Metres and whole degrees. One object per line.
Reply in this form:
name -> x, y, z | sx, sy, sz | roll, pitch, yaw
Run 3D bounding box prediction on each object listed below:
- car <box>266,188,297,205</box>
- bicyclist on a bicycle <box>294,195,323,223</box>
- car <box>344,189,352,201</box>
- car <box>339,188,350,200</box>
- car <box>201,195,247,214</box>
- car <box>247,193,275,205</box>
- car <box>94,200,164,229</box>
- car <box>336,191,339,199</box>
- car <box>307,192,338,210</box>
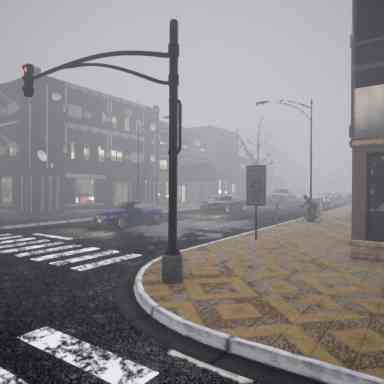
car -> 11.260, 0.517, 41.271 | 2.150, 2.045, 5.566 | 1, 1, 35
bicyclist on a bicycle -> 6.821, 1.004, 19.567 | 1.656, 1.620, 0.582 | 0, 1, 35
car -> 25.469, 0.620, 51.649 | 1.887, 1.381, 4.507 | 2, 2, 35
car -> 24.271, 0.573, 54.515 | 2.033, 1.411, 5.357 | 1, 1, 36
car -> 3.140, 1.006, 29.596 | 1.882, 1.535, 5.008 | 1, 1, 35
car -> 8.917, 0.822, 42.589 | 1.887, 1.381, 4.507 | 2, 2, 35
car -> -3.609, 1.248, 19.848 | 1.812, 1.442, 4.674 | 1, 1, 37
car -> 18.587, 0.789, 46.281 | 1.895, 1.301, 4.718 | 1, 1, 35
car -> 12.701, 0.994, 33.035 | 2.008, 1.369, 4.403 | 2, 2, 35
